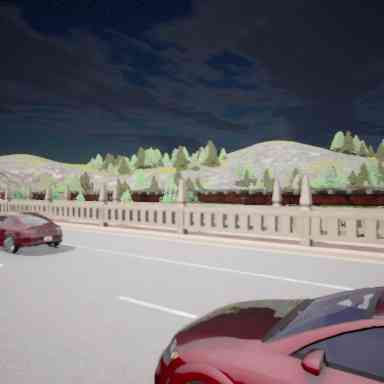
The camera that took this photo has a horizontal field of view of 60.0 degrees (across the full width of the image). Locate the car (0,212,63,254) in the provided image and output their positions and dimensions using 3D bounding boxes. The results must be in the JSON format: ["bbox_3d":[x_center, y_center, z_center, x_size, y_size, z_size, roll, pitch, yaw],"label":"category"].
[{"bbox_3d":[-7.107,1.546,13.543,4.674,1.442,1.812,0,0,37],"label":"car"}]

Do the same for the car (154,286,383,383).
[{"bbox_3d":[1.683,1.564,2.793,4.181,1.385,1.994,0,0,36],"label":"car"}]
